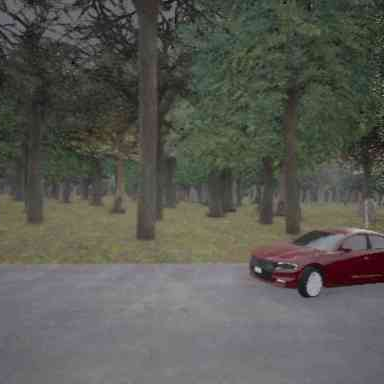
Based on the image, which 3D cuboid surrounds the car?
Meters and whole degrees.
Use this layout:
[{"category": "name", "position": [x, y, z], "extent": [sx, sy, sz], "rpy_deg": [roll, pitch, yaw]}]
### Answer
[{"category": "car", "position": [3.931, 1.714, 9.029], "extent": [5.008, 1.535, 1.882], "rpy_deg": [2, -1, -22]}]
